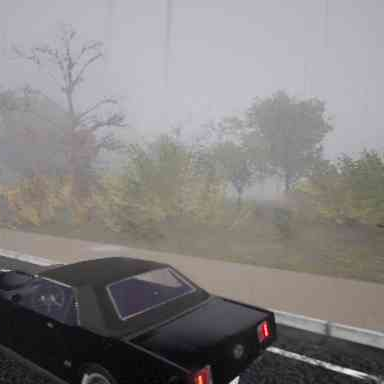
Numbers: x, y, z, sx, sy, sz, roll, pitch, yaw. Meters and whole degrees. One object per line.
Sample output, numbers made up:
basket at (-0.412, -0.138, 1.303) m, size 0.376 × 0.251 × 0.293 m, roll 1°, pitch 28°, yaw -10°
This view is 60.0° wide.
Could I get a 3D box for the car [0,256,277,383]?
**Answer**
car at (-1.413, 1.592, 4.581) m, size 4.718 × 1.301 × 1.895 m, roll 0°, pitch 0°, yaw 36°
